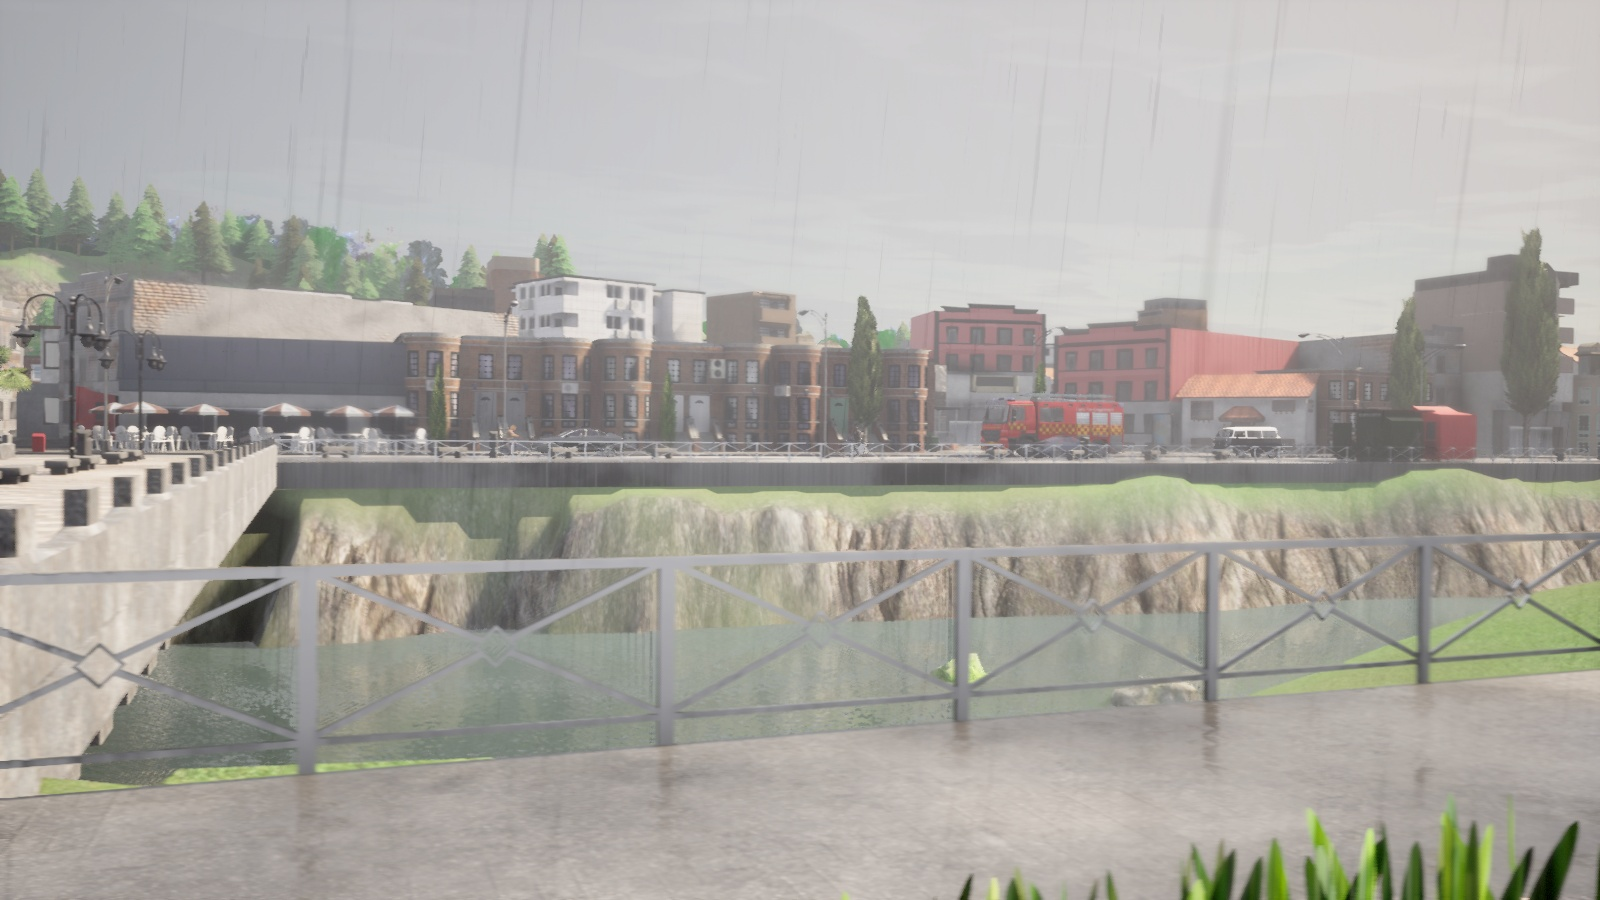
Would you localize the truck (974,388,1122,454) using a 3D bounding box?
[{"bbox_3d":[14.914,-1.755,75.408,8.468,3.827,2.891,-1,1,-21],"label":"truck"}]

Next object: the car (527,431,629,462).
[{"bbox_3d":[-11.572,-0.184,65.357,4.902,1.511,2.128,-1,1,-21],"label":"car"}]

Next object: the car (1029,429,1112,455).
[{"bbox_3d":[15.353,-0.464,71.311,4.181,1.385,1.994,-1,1,-21],"label":"car"}]

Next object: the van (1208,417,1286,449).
[{"bbox_3d":[28.715,-1.102,80.663,4.480,2.038,2.069,-1,1,-21],"label":"van"}]
